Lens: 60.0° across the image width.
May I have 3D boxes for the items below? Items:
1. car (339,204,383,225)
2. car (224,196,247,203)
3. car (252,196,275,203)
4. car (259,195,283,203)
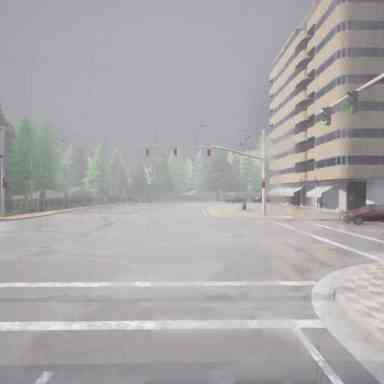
[{"bbox_3d":[13.172,1.580,24.090,4.674,1.442,1.812,0,0,-1],"label":"car"},{"bbox_3d":[8.903,1.545,68.136,5.357,1.411,2.033,0,0,-38],"label":"car"},{"bbox_3d":[14.216,1.523,67.838,4.674,1.442,1.812,0,0,-34],"label":"car"},{"bbox_3d":[17.568,1.523,73.739,4.902,1.511,2.128,0,0,-23],"label":"car"}]
